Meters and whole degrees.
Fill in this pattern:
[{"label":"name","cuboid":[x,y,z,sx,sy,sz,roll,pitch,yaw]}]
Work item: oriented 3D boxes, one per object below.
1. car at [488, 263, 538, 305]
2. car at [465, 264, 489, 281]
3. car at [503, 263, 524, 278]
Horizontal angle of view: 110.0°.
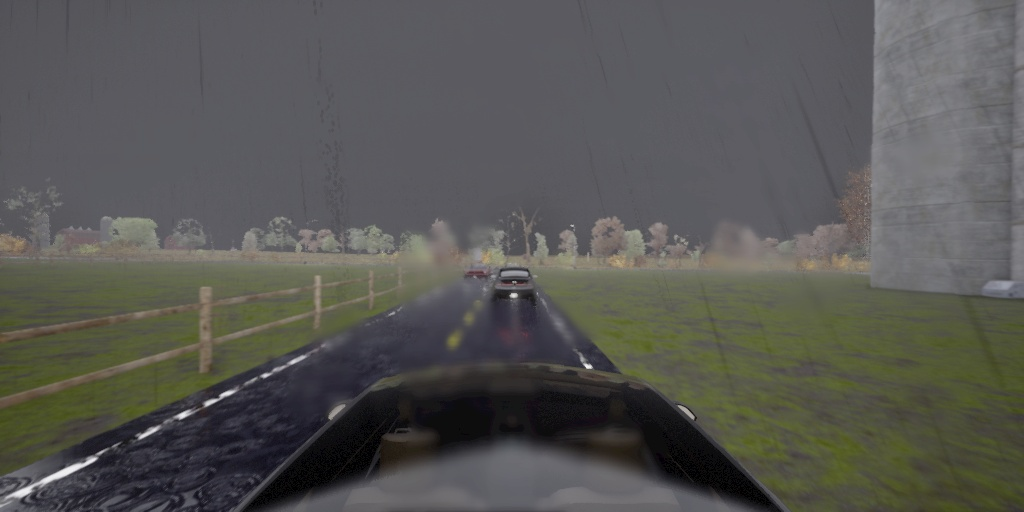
[{"label":"car","cuboid":[0.108,1.249,16.016,1.837,1.490,4.892,0,0,0]},{"label":"car","cuboid":[-2.834,1.346,30.330,1.895,1.301,4.718,0,0,0]},{"label":"car","cuboid":[0.117,1.347,34.908,1.895,1.301,4.718,0,0,0]}]
